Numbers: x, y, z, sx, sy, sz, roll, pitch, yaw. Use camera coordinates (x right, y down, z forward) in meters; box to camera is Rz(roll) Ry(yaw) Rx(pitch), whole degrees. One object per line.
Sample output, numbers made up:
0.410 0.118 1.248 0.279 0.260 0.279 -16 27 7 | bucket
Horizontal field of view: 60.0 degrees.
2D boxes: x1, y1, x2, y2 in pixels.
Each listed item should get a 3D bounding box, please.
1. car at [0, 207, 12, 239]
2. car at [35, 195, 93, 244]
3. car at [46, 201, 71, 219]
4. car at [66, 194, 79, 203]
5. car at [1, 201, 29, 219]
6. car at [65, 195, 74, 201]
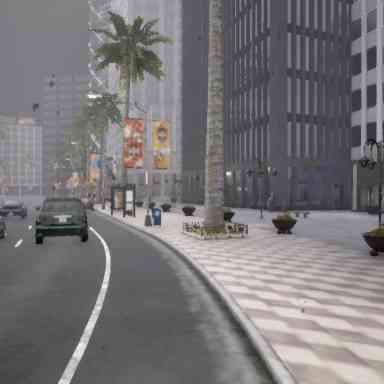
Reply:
-9.515 1.564 14.729 1.994 1.385 4.181 0 0 -22 | car
-6.281 1.253 16.068 2.150 2.045 5.566 0 0 -22 | car
-12.038 1.563 29.941 1.994 1.385 4.181 0 0 -23 | car
-24.412 1.334 67.836 2.185 1.767 4.553 0 0 -23 | car
-15.270 1.504 28.599 1.837 1.490 4.892 0 0 -23 | car
-32.533 1.486 88.209 2.161 1.482 4.786 0 0 -23 | car
